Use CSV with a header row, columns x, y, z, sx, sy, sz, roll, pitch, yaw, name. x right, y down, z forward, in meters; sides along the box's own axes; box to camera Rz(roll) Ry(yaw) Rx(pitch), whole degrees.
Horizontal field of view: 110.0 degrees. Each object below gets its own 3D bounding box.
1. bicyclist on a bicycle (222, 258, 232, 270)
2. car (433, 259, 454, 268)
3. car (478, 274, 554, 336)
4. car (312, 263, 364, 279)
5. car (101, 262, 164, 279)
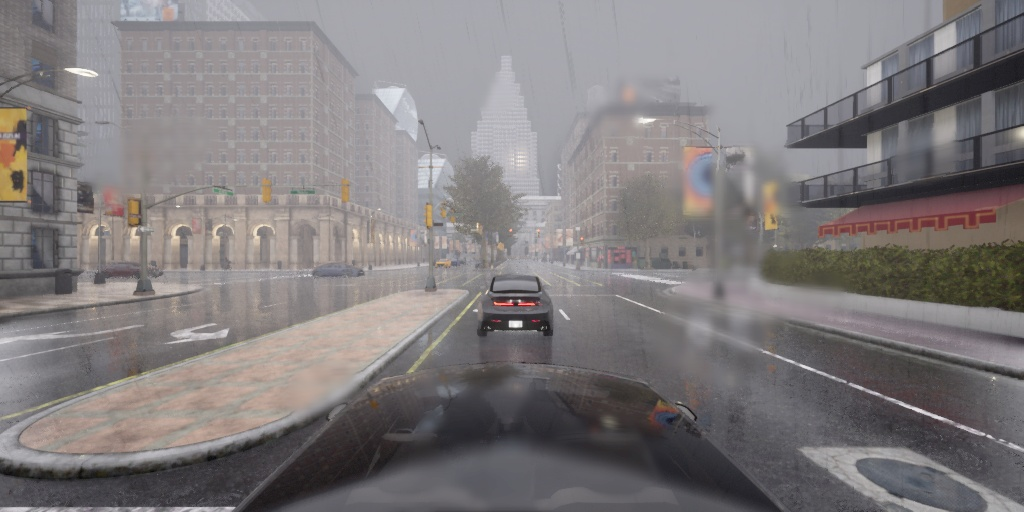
x,y,z,sx,sy,sz,roll,pitch,yaw,name
-37.170,1.050,46.770,0.582,1.620,1.656,0,0,0,bicyclist on a bicycle
-11.407,1.228,59.669,1.882,1.535,5.008,0,0,0,car
0.101,1.255,10.331,1.837,1.490,4.892,0,0,0,car
-15.661,1.314,32.446,4.181,1.385,1.994,0,0,-2,car
-34.277,1.275,32.309,4.674,1.442,1.812,0,0,0,car
